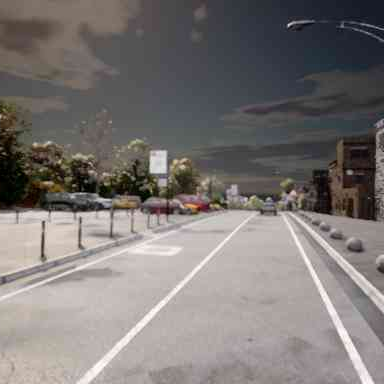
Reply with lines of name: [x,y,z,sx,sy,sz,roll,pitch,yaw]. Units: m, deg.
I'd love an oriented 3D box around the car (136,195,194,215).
car: [-2.536,1.336,31.798,4.553,1.767,2.185,1,-1,13]

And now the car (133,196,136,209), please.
car: [-10.959,1.747,50.199,5.366,1.575,1.946,1,-2,13]

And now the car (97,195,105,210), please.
car: [-13.347,1.384,39.291,4.892,1.521,2.231,1,-1,13]

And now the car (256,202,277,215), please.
car: [9.136,1.952,39.752,2.128,1.511,4.902,1,-2,14]

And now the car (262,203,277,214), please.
car: [11.601,2.361,49.867,2.033,1.411,5.357,1,-1,14]

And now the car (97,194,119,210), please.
car: [-12.685,1.211,42.010,5.566,2.045,2.435,1,-1,13]

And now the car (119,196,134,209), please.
car: [-11.575,1.648,47.612,5.366,1.575,1.946,1,-2,13]

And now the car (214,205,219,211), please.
car: [0.947,1.805,46.568,4.553,1.767,2.185,1,-2,13]

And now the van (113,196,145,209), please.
van: [-10.013,1.641,52.852,4.442,1.987,1.878,1,-2,13]

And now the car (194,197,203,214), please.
car: [-1.823,1.543,34.745,5.008,1.535,2.097,1,-1,13]

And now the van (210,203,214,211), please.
van: [0.163,1.595,43.638,4.442,1.987,1.878,1,-2,13]

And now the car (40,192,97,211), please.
car: [-13.926,1.060,36.693,5.566,2.045,2.435,1,-1,13]

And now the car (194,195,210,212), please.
car: [-1.178,1.370,37.596,5.566,2.045,2.435,1,-2,13]

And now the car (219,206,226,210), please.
car: [1.828,2.047,49.350,5.366,1.575,1.946,1,-2,13]
